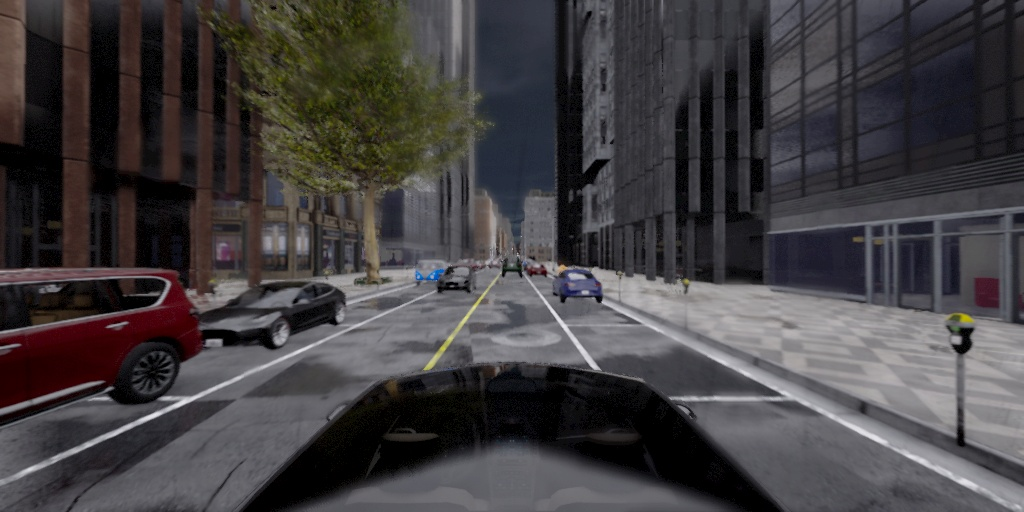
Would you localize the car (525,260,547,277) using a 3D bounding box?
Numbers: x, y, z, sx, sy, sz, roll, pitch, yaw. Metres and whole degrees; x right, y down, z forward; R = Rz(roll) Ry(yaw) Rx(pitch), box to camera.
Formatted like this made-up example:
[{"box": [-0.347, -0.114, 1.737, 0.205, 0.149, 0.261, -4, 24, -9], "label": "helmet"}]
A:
[{"box": [2.666, 1.462, 37.402, 1.888, 1.381, 4.507, 0, 0, 0], "label": "car"}]

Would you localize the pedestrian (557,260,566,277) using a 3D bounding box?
[{"box": [2.799, 1.113, 19.761, 0.375, 1.860, 0.375, 0, 0, -15], "label": "pedestrian"}]

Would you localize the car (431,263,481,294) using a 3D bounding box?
[{"box": [-3.099, 1.331, 20.900, 1.837, 1.490, 4.892, 0, 0, 0], "label": "car"}]

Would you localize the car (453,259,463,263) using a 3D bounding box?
[{"box": [-5.859, 1.325, 31.776, 1.967, 1.591, 4.097, 0, 0, 0], "label": "car"}]

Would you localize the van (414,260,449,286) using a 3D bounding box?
[{"box": [-5.859, 1.195, 26.136, 1.690, 1.789, 3.998, 0, 0, 0], "label": "van"}]

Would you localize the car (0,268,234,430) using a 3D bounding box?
[{"box": [-5.858, 1.071, 3.580, 2.192, 1.841, 5.009, 0, 0, 0], "label": "car"}]

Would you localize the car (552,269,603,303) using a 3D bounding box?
[{"box": [3.000, 1.334, 16.976, 1.812, 1.442, 4.674, 0, 0, 0], "label": "car"}]

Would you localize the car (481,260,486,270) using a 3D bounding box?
[{"box": [-5.860, 1.489, 59.972, 1.967, 1.591, 4.097, 0, 0, 0], "label": "car"}]

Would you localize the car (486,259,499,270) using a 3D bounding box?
[{"box": [-3.038, 1.589, 62.291, 1.812, 1.442, 4.674, 0, 0, 1], "label": "car"}]

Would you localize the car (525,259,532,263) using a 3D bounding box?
[{"box": [2.666, 1.387, 43.041, 1.967, 1.591, 4.097, 0, 0, 0], "label": "car"}]

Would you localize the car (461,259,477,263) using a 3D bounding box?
[{"box": [-5.859, 1.262, 43.055, 2.192, 1.841, 5.009, 0, 0, 0], "label": "car"}]

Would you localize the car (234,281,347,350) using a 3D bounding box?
[{"box": [-5.858, 1.342, 9.220, 1.948, 1.339, 4.313, 0, 0, 0], "label": "car"}]

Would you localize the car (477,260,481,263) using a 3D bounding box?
[{"box": [-5.859, 1.294, 48.694, 2.192, 1.841, 5.009, 0, 0, 0], "label": "car"}]

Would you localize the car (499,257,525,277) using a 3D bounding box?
[{"box": [0.044, 1.139, 38.844, 2.150, 2.045, 5.566, 0, -1, 1], "label": "car"}]
